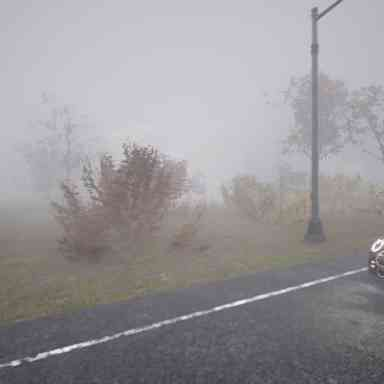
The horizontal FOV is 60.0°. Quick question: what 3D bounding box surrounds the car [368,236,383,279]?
[{"bbox_3d":[6.602,1.320,8.707,4.553,1.767,2.097,0,0,-35],"label":"car"}]
